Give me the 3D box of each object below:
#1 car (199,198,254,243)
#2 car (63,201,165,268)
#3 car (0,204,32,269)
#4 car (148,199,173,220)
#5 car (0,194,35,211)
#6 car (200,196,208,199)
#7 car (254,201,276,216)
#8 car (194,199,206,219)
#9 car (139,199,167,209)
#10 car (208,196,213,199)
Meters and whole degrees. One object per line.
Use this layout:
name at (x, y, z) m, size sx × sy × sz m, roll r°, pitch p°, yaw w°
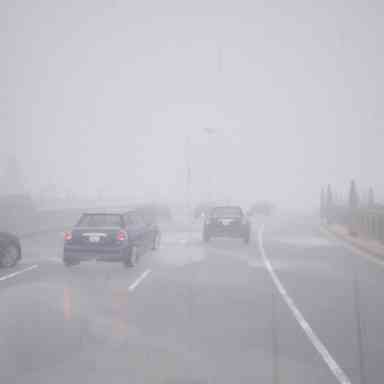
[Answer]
car at (1.879, 1.394, 16.704) m, size 2.097 × 1.767 × 4.553 m, roll 0°, pitch 0°, yaw 11°
car at (-2.523, 1.358, 11.529) m, size 2.097 × 1.767 × 4.553 m, roll 0°, pitch 0°, yaw 7°
car at (-6.375, 1.328, 8.325) m, size 2.097 × 1.767 × 4.553 m, roll 0°, pitch 0°, yaw 5°
car at (-3.015, 1.557, 26.125) m, size 1.837 × 1.490 × 4.892 m, roll 0°, pitch 0°, yaw 16°
car at (-16.704, 1.228, 29.869) m, size 2.150 × 2.045 × 5.566 m, roll 0°, pitch 0°, yaw 16°
car at (2.948, 1.652, 67.446) m, size 1.837 × 1.490 × 4.892 m, roll 0°, pitch -1°, yaw 37°
car at (7.319, 1.611, 34.127) m, size 1.882 × 1.535 × 5.008 m, roll 0°, pitch 0°, yaw 23°
car at (1.653, 1.592, 29.224) m, size 1.837 × 1.490 × 4.892 m, roll 0°, pitch 0°, yaw 19°
car at (-5.603, 1.728, 47.967) m, size 1.994 × 1.385 × 4.181 m, roll 0°, pitch -1°, yaw 28°
car at (5.547, 1.847, 59.240) m, size 2.033 × 1.411 × 5.357 m, roll 0°, pitch -1°, yaw 37°
